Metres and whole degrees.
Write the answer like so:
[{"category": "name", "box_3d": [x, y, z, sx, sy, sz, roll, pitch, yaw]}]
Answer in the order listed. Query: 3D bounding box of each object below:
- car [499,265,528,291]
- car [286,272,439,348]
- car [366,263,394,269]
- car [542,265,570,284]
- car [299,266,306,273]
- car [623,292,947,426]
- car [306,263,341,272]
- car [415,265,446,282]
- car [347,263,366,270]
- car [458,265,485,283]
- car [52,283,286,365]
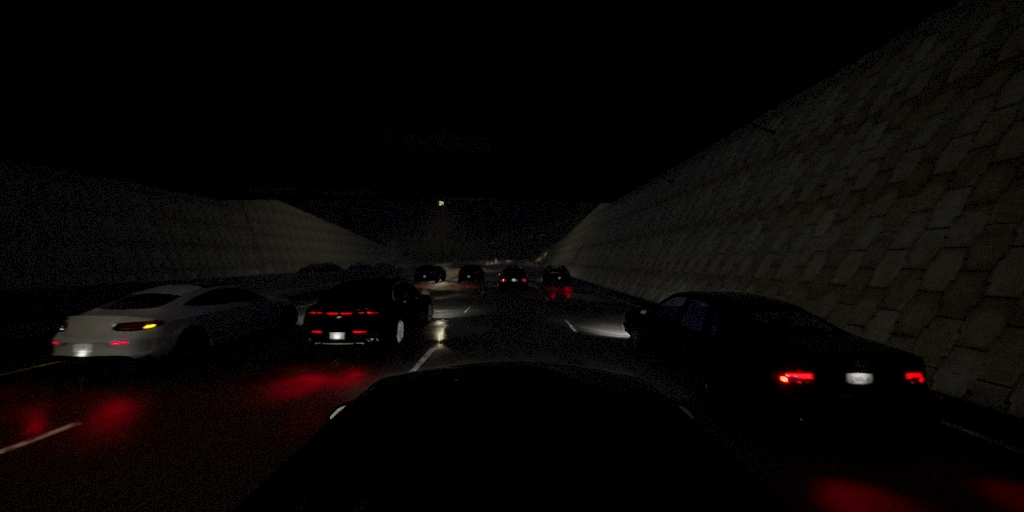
[{"category": "car", "box_3d": [0.097, 1.492, 23.433, 2.033, 1.411, 5.357, 0, -1, 0]}, {"category": "car", "box_3d": [-3.400, 1.323, 9.392, 1.837, 1.490, 4.892, 0, -1, 0]}, {"category": "car", "box_3d": [-17.577, 1.648, 48.712, 1.882, 1.535, 5.008, 0, -1, 0]}, {"category": "car", "box_3d": [3.592, 1.490, 29.550, 2.128, 1.511, 4.902, 0, -1, 0]}, {"category": "car", "box_3d": [-28.057, 1.741, 51.313, 2.033, 1.411, 5.357, 0, -1, 0]}, {"category": "car", "box_3d": [3.600, 1.338, 6.224, 2.033, 1.411, 5.357, 0, 0, 0]}, {"category": "car", "box_3d": [-24.585, 1.637, 47.550, 1.882, 1.535, 5.008, 0, -1, 0]}, {"category": "car", "box_3d": [-6.909, 1.488, 30.812, 1.882, 1.535, 5.008, 0, -1, 0]}, {"category": "car", "box_3d": [-21.069, 1.671, 49.705, 2.128, 1.511, 4.902, 0, -1, 0]}, {"category": "car", "box_3d": [-3.409, 1.487, 30.788, 1.882, 1.535, 5.008, 0, -1, 0]}, {"category": "car", "box_3d": [-6.901, 1.332, 8.076, 1.812, 1.442, 4.674, 0, 0, 0]}]
